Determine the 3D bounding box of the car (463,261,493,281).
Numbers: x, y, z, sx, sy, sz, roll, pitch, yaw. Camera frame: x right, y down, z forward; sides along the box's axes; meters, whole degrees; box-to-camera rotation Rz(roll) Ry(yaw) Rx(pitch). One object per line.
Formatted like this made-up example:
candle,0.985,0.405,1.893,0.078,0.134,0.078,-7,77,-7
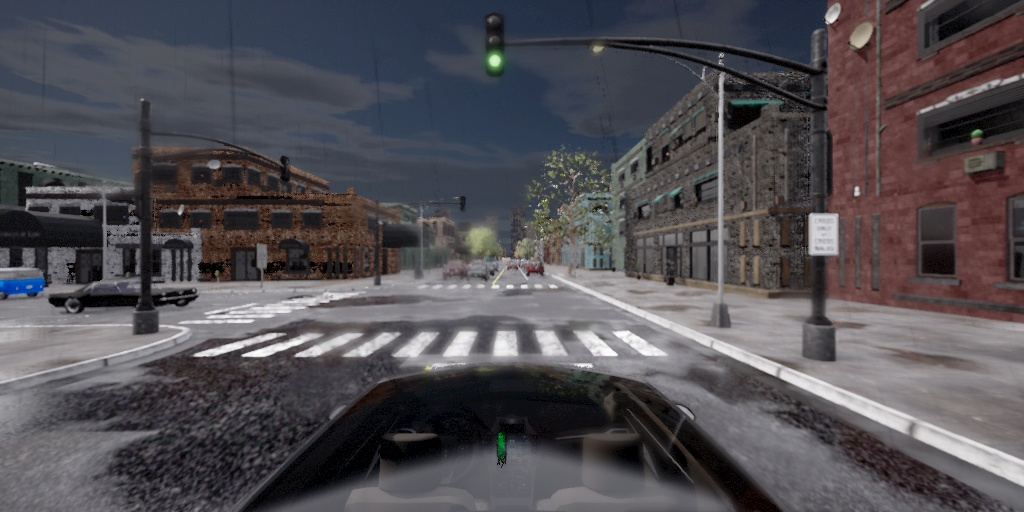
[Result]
car,-3.095,1.524,33.399,1.837,1.490,4.892,0,0,0

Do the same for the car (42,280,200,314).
car,-16.534,1.697,15.491,4.718,1.301,1.895,-1,0,-1

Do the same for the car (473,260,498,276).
car,-3.092,1.448,42.397,2.097,1.767,4.553,0,0,0

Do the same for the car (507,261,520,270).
car,0.113,1.800,63.471,1.812,1.442,4.674,0,0,0

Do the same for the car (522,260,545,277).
car,2.702,1.407,41.977,2.192,1.841,5.009,0,0,0

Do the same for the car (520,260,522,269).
car,2.705,1.783,58.608,2.007,1.370,4.403,0,0,0

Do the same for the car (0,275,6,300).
car,-25.510,1.748,15.386,4.674,1.442,1.812,-1,0,-1

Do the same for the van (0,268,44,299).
van,-30.293,1.627,21.119,3.998,1.789,1.690,0,0,-1

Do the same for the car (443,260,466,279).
car,-5.680,1.360,36.434,2.192,1.841,5.009,0,0,0
